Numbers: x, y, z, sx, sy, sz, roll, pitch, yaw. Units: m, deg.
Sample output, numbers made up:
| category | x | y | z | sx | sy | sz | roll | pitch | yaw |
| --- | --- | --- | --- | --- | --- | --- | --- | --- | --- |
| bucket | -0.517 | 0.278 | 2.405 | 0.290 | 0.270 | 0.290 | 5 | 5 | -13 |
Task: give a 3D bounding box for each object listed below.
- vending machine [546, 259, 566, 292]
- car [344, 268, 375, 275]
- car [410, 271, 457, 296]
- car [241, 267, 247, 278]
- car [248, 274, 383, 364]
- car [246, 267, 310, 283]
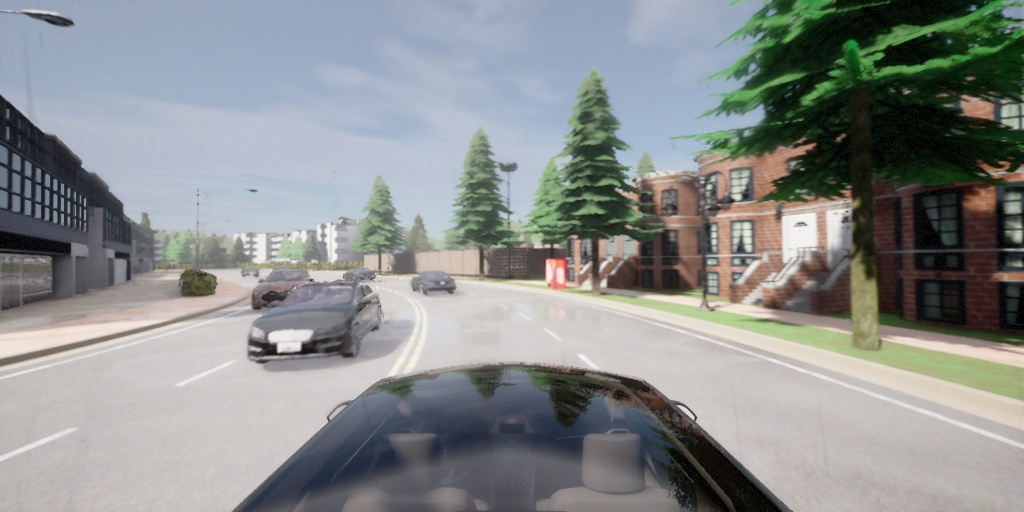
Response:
| category | x | y | z | sx | sy | sz | roll | pitch | yaw |
| --- | --- | --- | --- | --- | --- | --- | --- | --- | --- |
| vending machine | 2.849 | 1.183 | 23.059 | 1.100 | 2.100 | 0.880 | 0 | 0 | -24 |
| car | -15.846 | 1.928 | 37.153 | 2.033 | 1.411 | 5.357 | 0 | -1 | -41 |
| car | -5.013 | 1.616 | 22.352 | 2.033 | 1.411 | 5.357 | 0 | -1 | -26 |
| car | -36.758 | 2.316 | 50.391 | 2.128 | 1.511 | 4.902 | 0 | -1 | -41 |
| car | -4.398 | 1.381 | 8.729 | 2.128 | 1.511 | 4.902 | 0 | -1 | -11 |
| car | -10.416 | 1.411 | 16.704 | 2.097 | 1.767 | 4.553 | 0 | -1 | -24 |
